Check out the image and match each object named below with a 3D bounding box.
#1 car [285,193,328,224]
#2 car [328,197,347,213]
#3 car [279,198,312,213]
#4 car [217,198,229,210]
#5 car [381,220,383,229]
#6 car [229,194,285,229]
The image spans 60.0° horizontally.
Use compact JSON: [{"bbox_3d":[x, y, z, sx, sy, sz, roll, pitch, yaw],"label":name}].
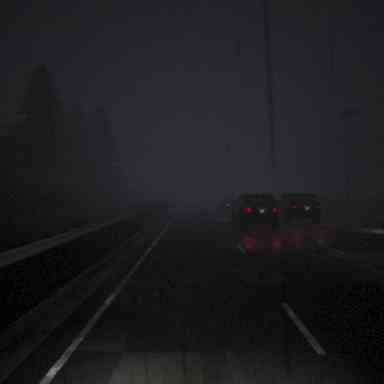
[{"bbox_3d":[7.372,1.114,23.832,2.150,2.045,5.566,0,0,1],"label":"car"},{"bbox_3d":[14.507,1.327,35.191,1.882,1.535,5.008,0,0,1],"label":"car"},{"bbox_3d":[11.014,1.386,35.837,2.033,1.411,5.357,0,0,1],"label":"car"},{"bbox_3d":[4.050,1.374,38.678,1.994,1.385,4.181,0,0,1],"label":"car"},{"bbox_3d":[10.766,1.493,14.904,2.033,1.411,5.357,0,0,1],"label":"car"},{"bbox_3d":[3.824,1.123,20.706,2.150,2.045,5.566,0,0,0],"label":"car"}]
